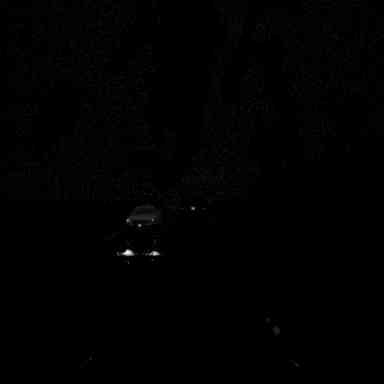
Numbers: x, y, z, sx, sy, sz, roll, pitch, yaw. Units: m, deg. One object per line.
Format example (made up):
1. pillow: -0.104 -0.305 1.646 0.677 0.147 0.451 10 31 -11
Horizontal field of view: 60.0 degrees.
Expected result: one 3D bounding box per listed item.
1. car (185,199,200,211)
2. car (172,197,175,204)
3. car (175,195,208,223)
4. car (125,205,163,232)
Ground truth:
1. car: 0.084 1.633 43.237 1.895 1.301 4.718 0 0 0
2. car: -2.774 1.612 64.909 1.837 1.490 4.892 0 0 0
3. car: 0.084 1.241 25.805 2.150 2.045 5.566 0 0 0
4. car: -2.846 1.540 20.386 1.812 1.442 4.674 0 0 0
